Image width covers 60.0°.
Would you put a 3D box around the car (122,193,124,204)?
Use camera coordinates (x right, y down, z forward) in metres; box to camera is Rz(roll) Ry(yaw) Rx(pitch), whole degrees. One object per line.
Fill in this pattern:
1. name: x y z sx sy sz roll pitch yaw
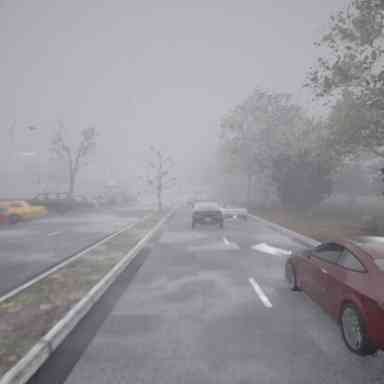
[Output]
1. car: -13.952 1.368 52.342 5.366 1.575 1.946 -1 0 -20

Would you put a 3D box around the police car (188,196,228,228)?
1. police car: 0.905 1.324 21.222 1.930 1.638 5.238 0 0 0

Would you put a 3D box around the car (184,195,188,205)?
1. car: 0.023 1.430 55.059 2.033 1.411 5.357 0 0 0

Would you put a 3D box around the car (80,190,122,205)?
1. car: -13.813 1.112 49.392 5.566 2.045 2.435 -1 0 -20

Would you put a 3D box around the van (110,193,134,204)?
1. van: -13.594 1.168 64.478 4.442 1.987 1.878 -1 0 -19

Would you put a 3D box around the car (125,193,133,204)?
1. car: -13.783 1.131 58.406 5.566 2.045 2.435 -1 0 -20

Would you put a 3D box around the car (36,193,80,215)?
1. car: -13.827 1.105 31.381 5.566 2.045 2.435 -1 0 -20

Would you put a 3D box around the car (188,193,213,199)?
1. car: 0.906 1.216 31.089 2.097 1.767 4.553 0 0 0

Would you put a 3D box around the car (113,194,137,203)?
1. car: -13.619 1.276 67.456 4.553 1.767 2.185 -1 0 -19

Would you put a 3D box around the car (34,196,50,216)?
1. car: -13.978 1.373 25.331 5.366 1.575 1.946 -1 0 -20

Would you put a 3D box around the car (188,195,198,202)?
1. car: 0.195 1.337 70.235 2.033 1.411 5.357 0 0 1

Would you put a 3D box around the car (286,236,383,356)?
1. car: 3.103 1.507 5.886 1.812 1.442 4.674 0 0 0

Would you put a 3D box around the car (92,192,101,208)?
1. car: -13.826 1.226 40.394 4.553 1.767 2.185 -1 0 -20

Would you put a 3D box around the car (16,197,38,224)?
1. car: -13.633 1.379 22.464 5.366 1.575 1.946 -1 0 -20

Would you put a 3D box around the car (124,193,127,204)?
1. car: -13.763 1.415 55.409 4.674 1.452 2.002 -1 0 -20

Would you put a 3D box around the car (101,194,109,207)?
1. car: -13.797 1.355 43.404 4.892 1.521 2.231 -1 0 -20

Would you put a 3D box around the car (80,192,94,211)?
1. car: -13.766 1.224 37.408 4.553 1.767 2.185 -1 0 -20

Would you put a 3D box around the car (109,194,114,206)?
1. car: -13.813 1.387 46.388 4.792 1.488 2.163 -1 0 -20

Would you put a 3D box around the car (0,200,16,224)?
1. car: -13.789 1.148 19.411 5.566 2.045 2.435 -1 0 -20

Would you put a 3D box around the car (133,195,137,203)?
1. car: -13.710 1.137 61.442 5.566 2.045 2.435 -1 0 -20

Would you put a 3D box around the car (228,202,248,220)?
1. car: 3.106 1.479 26.308 1.895 1.301 4.718 0 0 0

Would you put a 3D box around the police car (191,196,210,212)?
1. police car: 0.908 1.283 37.234 1.930 1.638 5.238 0 0 0
